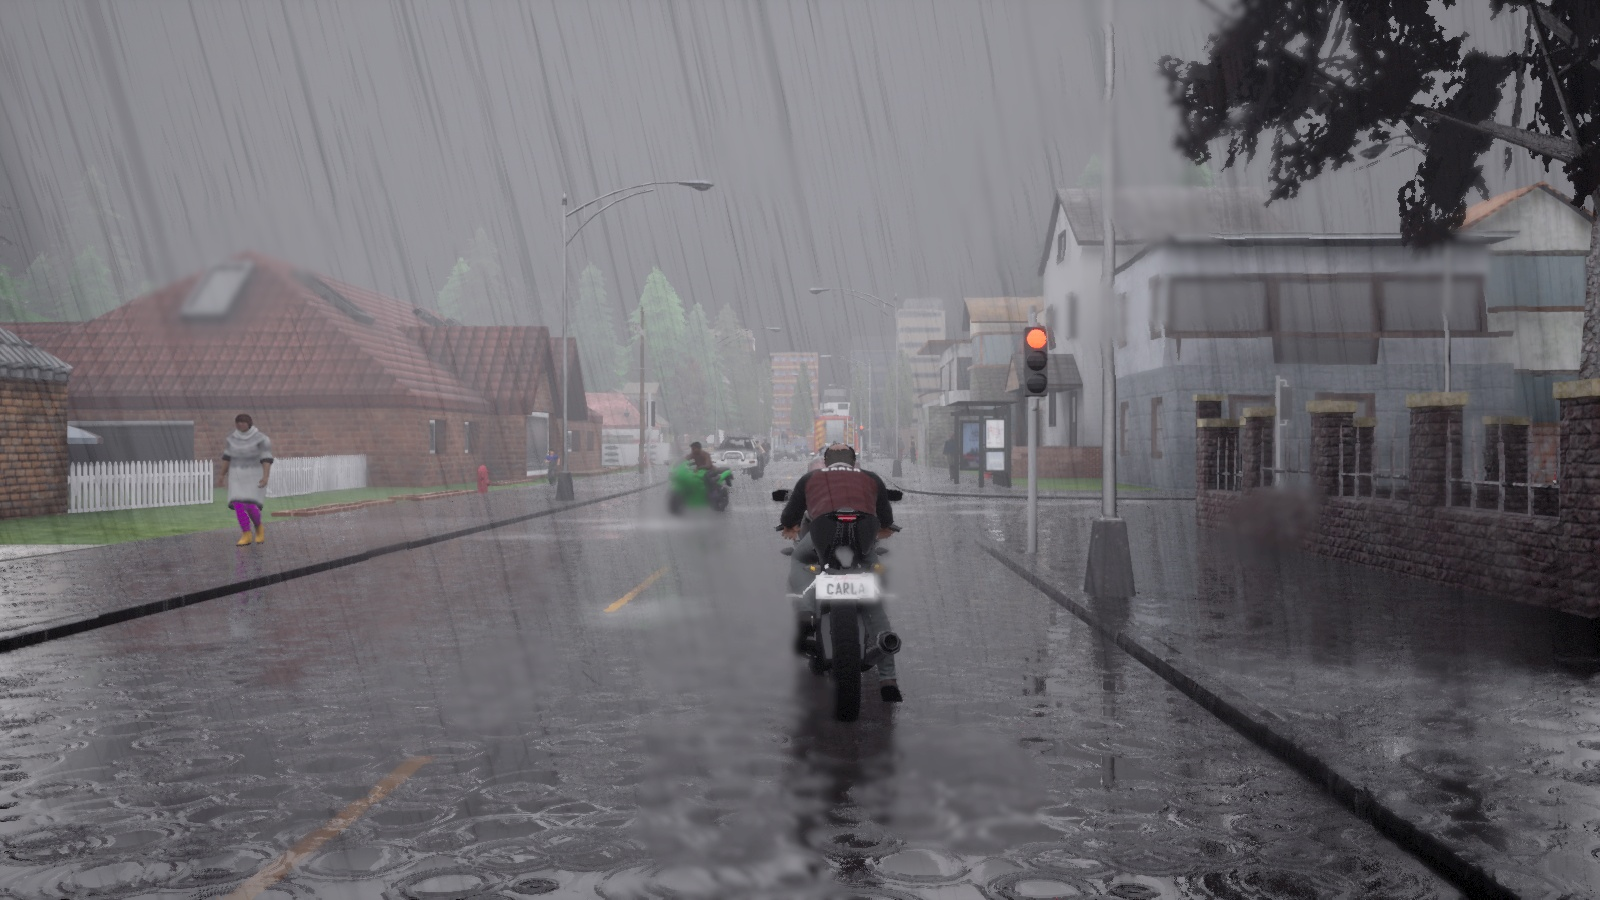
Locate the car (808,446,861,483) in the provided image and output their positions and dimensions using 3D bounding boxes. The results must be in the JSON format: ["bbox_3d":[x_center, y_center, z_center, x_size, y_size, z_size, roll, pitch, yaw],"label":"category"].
[{"bbox_3d":[1.341,0.534,49.145,1.994,1.385,4.181,0,0,2],"label":"car"}]

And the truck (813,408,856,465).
[{"bbox_3d":[2.443,-0.918,88.847,2.891,3.827,8.468,0,0,1],"label":"truck"}]

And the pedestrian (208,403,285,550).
[{"bbox_3d":[-7.546,0.349,17.156,0.659,1.952,0.873,0,0,1],"label":"pedestrian"}]

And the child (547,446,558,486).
[{"bbox_3d":[-7.911,0.504,40.084,0.270,1.263,0.437,0,0,0],"label":"child"}]

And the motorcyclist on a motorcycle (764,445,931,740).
[{"bbox_3d":[0.244,0.739,7.623,0.866,1.530,2.191,0,0,0],"label":"motorcyclist on a motorcycle"}]

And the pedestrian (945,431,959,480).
[{"bbox_3d":[5.743,0.193,47.396,0.402,1.842,0.726,0,0,-4],"label":"pedestrian"}]

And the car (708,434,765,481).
[{"bbox_3d":[-2.569,0.268,52.005,1.932,1.855,4.605,0,0,2],"label":"car"}]

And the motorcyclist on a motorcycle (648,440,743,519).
[{"bbox_3d":[-2.122,0.582,25.671,0.797,1.523,2.044,3,2,34],"label":"motorcyclist on a motorcycle"}]

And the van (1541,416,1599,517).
[{"bbox_3d":[18.371,0.336,26.301,4.480,2.038,2.069,0,0,-1],"label":"van"}]
